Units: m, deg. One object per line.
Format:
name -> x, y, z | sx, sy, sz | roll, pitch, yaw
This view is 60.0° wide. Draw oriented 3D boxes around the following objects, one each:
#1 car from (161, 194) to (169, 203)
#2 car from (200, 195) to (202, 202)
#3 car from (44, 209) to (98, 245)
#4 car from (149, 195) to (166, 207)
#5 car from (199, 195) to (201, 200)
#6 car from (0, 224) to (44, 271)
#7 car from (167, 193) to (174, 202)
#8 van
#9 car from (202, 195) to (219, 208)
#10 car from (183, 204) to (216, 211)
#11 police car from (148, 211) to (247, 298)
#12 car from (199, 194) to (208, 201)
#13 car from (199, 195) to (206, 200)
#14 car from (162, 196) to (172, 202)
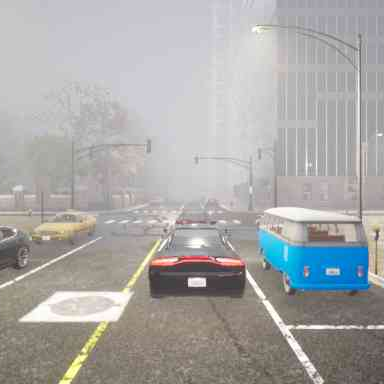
car -> -5.623, 1.520, 57.904 | 2.008, 1.369, 4.403 | 0, 0, 0
car -> 2.752, 1.538, 52.214 | 1.947, 1.339, 4.313 | 0, 0, 0
car -> -5.801, 1.518, 15.651 | 1.752, 1.417, 4.829 | 0, 0, 0
car -> -5.629, 1.517, 52.222 | 1.887, 1.381, 4.507 | 0, 0, 0
car -> 2.778, 1.521, 74.939 | 1.947, 1.339, 4.313 | 0, 0, 0
car -> -5.761, 1.562, 8.417 | 1.947, 1.339, 4.313 | 0, 0, 0
car -> -5.608, 1.276, 69.271 | 2.192, 1.841, 5.009 | 0, 0, 0
van -> 2.783, 1.337, 8.408 | 1.690, 1.788, 3.998 | 0, 0, 0
car -> 2.746, 1.416, 46.534 | 1.967, 1.590, 4.097 | 0, 0, 0
car -> 0.119, 1.555, 17.556 | 1.994, 1.385, 4.181 | 0, 0, 0
police car -> 0.106, 1.501, 8.593 | 2.038, 1.542, 4.974 | 0, 0, 0
car -> 2.786, 1.388, 80.620 | 1.967, 1.590, 4.097 | 0, 0, 0
car -> 2.799, 1.452, 92.156 | 1.752, 1.417, 4.829 | 0, 0, 0
car -> -5.603, 1.537, 74.953 | 1.802, 1.307, 4.206 | 0, 0, 0
